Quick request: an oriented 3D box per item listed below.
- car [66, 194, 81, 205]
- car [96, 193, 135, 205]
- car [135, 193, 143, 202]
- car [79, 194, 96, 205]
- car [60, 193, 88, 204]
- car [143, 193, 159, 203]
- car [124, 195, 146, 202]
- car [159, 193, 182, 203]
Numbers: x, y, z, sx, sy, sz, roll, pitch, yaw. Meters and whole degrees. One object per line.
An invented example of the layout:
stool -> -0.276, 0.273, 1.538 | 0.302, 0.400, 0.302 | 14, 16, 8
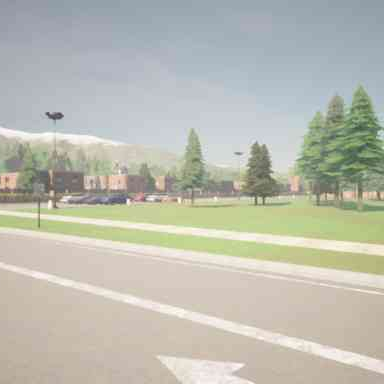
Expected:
car -> -19.190, 1.530, 59.836 | 2.033, 1.411, 5.357 | 0, 0, 35
car -> -12.915, 1.203, 56.630 | 2.150, 2.045, 5.566 | 0, 0, 35
car -> -10.128, 1.207, 72.687 | 2.150, 2.045, 5.566 | 0, 0, 35
car -> -16.358, 1.531, 57.804 | 2.033, 1.411, 5.357 | 0, 0, 35
car -> -21.767, 1.203, 62.229 | 2.150, 2.045, 5.566 | 0, 0, 35
car -> -7.254, 1.205, 70.691 | 2.150, 2.045, 5.566 | 0, 0, 35
car -> -12.759, 1.501, 75.033 | 2.128, 1.511, 4.902 | 0, 0, 35
car -> -4.129, 1.336, 69.053 | 2.097, 1.767, 4.553 | 0, 0, 35
